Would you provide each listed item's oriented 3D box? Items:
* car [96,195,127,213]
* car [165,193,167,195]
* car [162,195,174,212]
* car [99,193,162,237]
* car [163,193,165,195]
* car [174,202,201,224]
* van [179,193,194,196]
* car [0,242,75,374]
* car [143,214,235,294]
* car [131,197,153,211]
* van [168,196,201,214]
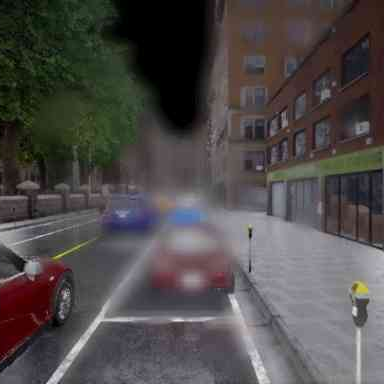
[{"bbox_3d":[-8.815,1.291,36.940,2.192,1.841,5.009,0,0,0],"label":"car"},{"bbox_3d":[-8.815,1.438,91.530,1.887,1.381,4.507,0,0,0],"label":"car"},{"bbox_3d":[-3.091,1.455,35.204,1.882,1.535,5.008,0,0,0],"label":"car"},{"bbox_3d":[-3.112,1.216,17.932,2.150,2.045,5.566,0,0,1],"label":"car"},{"bbox_3d":[-8.815,1.450,86.079,2.008,1.369,4.403,0,0,0],"label":"car"},{"bbox_3d":[-0.290,1.532,25.659,1.887,1.381,4.507,0,0,0],"label":"car"},{"bbox_3d":[-0.290,1.317,36.980,1.690,1.788,3.998,0,0,0],"label":"van"},{"bbox_3d":[-3.145,1.351,4.135,2.097,1.767,4.553,0,0,0],"label":"car"},{"bbox_3d":[0.004,1.523,8.650,1.812,1.442,4.674,0,0,0],"label":"car"},{"bbox_3d":[-6.198,1.447,41.669,1.882,1.535,5.008,0,0,0],"label":"car"},{"bbox_3d":[-0.290,1.333,19.998,1.690,1.788,3.998,0,0,0],"label":"van"}]
